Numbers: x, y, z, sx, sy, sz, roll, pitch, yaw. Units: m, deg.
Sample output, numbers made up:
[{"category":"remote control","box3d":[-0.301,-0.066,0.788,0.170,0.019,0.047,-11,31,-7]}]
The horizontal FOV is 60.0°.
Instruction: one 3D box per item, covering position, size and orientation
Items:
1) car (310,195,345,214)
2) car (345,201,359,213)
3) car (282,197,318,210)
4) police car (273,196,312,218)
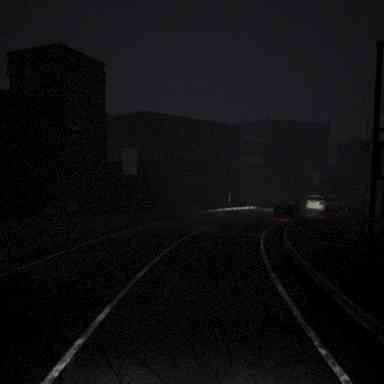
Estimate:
[{"category":"car","box3d":[15.120,1.419,38.224,2.150,2.045,5.566,5,2,44]},{"category":"car","box3d":[19.305,1.847,42.024,4.892,1.490,1.837,2,2,-39]},{"category":"car","box3d":[14.108,1.470,43.386,4.902,1.511,2.128,2,3,-42]},{"category":"police car","box3d":[9.211,1.459,30.942,1.930,1.638,5.238,3,1,33]}]
